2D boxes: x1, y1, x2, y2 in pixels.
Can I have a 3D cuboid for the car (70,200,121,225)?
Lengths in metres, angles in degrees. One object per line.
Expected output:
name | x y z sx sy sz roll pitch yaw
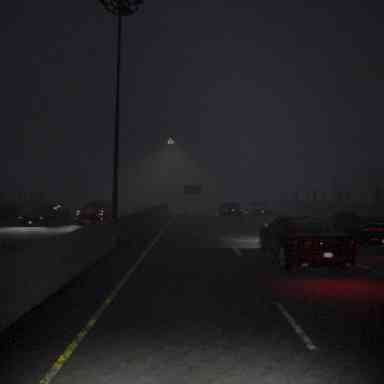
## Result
car | -7.096 1.433 24.894 2.097 1.767 4.553 0 0 0

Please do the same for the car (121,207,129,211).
car | -13.995 3.786 67.953 2.033 1.411 5.357 0 -6 0

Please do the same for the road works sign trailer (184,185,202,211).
road works sign trailer | 0.099 0.795 44.692 2.380 3.560 2.880 0 -2 3

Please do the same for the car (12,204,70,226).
car | -10.598 1.627 24.429 2.033 1.411 5.357 0 0 0

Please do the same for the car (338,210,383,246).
car | 7.101 1.553 14.602 1.837 1.490 4.892 0 0 0

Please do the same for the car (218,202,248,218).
car | 3.603 1.650 31.596 2.033 1.411 5.357 0 0 0

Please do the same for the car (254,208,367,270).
car | 3.601 1.514 11.256 1.882 1.535 5.008 0 0 0

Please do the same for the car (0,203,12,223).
car | -14.097 1.582 24.068 1.837 1.490 4.892 0 0 0

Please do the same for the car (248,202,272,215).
car | 7.103 1.721 35.637 1.895 1.301 4.718 0 0 0

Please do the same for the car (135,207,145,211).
car | -10.495 3.748 67.968 1.837 1.490 4.892 0 -6 0
